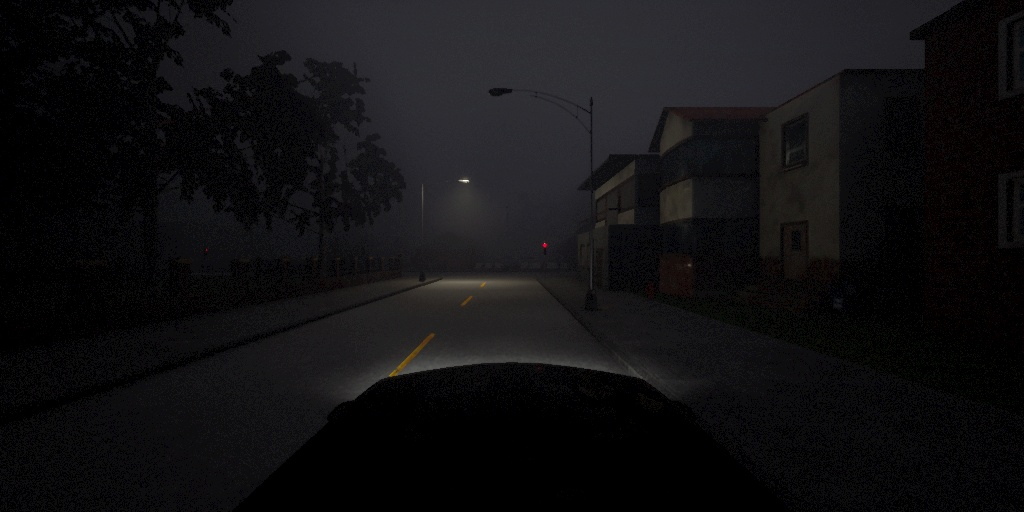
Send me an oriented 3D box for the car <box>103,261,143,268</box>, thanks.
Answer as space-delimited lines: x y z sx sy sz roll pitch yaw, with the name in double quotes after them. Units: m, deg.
-41.351 1.242 38.942 4.902 1.511 2.128 0 0 0 "car"
